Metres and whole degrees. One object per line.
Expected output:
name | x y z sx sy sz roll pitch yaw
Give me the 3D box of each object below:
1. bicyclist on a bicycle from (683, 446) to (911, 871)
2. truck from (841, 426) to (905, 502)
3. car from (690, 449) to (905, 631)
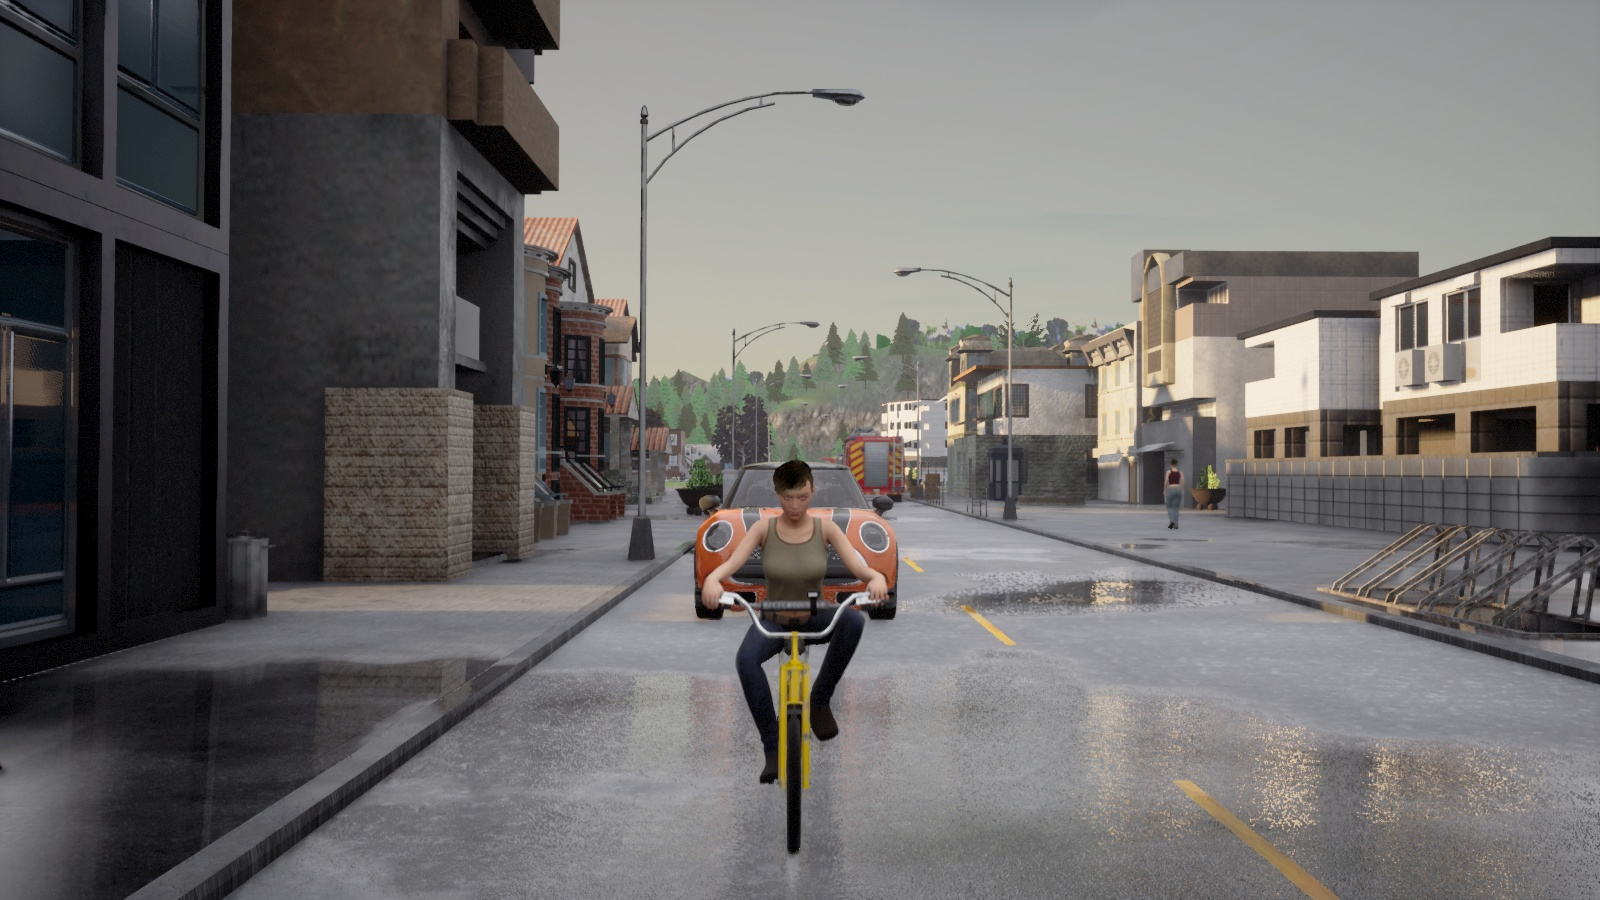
bicyclist on a bicycle | -0.019 0.841 5.569 0.866 1.612 1.509 0 -4 0
truck | 3.826 0.763 67.359 2.891 3.827 8.468 0 -1 0
car | -0.038 0.917 14.551 2.097 1.767 4.553 0 -1 0
